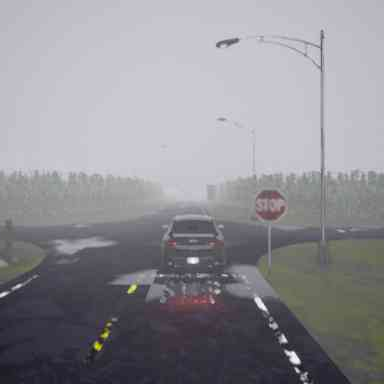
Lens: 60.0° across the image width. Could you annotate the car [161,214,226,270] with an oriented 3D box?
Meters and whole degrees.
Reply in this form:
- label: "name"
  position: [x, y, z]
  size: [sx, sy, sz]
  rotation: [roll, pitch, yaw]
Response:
- label: "car"
  position: [0.046, 1.506, 11.028]
  size: [1.837, 1.490, 4.892]
  rotation: [0, 0, 0]
